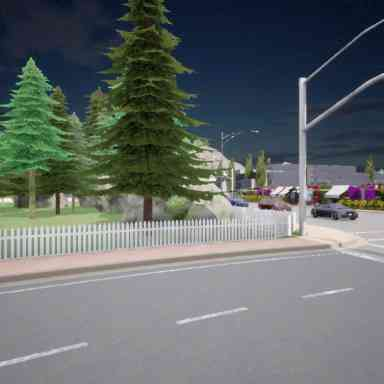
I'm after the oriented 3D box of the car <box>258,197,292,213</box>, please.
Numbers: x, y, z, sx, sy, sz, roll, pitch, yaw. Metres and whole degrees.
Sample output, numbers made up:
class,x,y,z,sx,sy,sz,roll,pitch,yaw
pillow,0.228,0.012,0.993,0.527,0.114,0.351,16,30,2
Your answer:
class,x,y,z,sx,sy,sz,roll,pitch,yaw
car,9.312,1.408,37.707,2.097,1.767,4.553,0,0,-16

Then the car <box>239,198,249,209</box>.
class,x,y,z,sx,sy,sz,roll,pitch,yaw
car,6.382,1.533,47.601,1.882,1.535,5.008,0,0,-17

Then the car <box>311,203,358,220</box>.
class,x,y,z,sx,sy,sz,roll,pitch,yaw
car,12.066,1.619,28.416,1.994,1.385,4.181,0,0,-16
